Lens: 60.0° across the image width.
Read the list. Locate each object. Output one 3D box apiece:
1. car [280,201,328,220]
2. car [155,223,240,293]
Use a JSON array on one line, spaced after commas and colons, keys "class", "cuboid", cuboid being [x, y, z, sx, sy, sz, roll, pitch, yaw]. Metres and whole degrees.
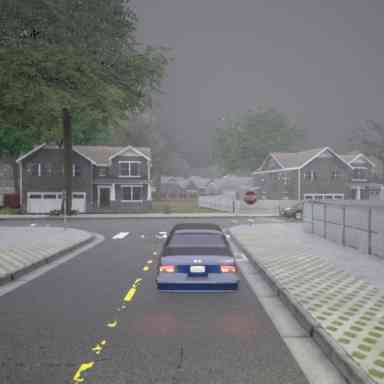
[{"class": "car", "cuboid": [9.941, 1.543, 28.263, 4.892, 1.490, 1.837, 0, 0, -12]}, {"class": "car", "cuboid": [0.122, 1.547, 8.982, 2.033, 1.411, 5.357, 0, 0, 0]}]
